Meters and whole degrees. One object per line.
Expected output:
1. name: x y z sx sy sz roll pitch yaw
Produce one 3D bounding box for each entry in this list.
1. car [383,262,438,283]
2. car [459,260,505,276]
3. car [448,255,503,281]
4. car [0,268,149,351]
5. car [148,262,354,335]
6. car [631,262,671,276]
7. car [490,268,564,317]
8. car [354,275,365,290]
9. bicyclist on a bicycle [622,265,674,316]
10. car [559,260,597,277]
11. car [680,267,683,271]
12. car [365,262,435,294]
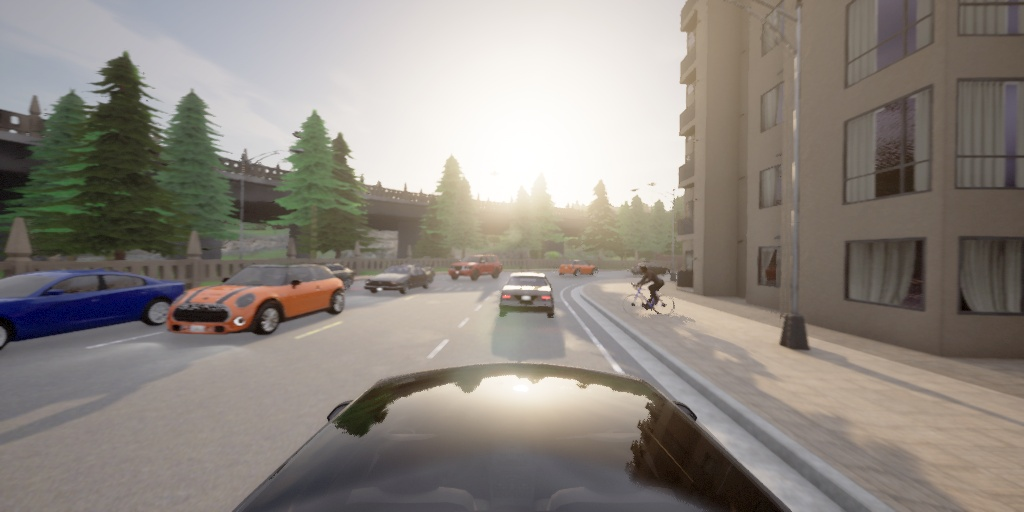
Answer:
1. car: -7.586 1.173 27.215 1.994 1.385 4.181 1 0 19
2. car: -2.969 1.149 36.551 1.882 1.535 5.008 1 0 36
3. car: -2.923 0.900 29.633 2.150 2.045 5.566 1 0 26
4. car: -10.326 1.063 8.131 1.882 1.535 5.008 1 0 3
5. car: -6.700 0.991 10.050 2.097 1.767 4.553 1 0 4
6. car: 15.038 1.438 38.628 4.902 1.511 2.128 1 0 -29
7. car: 0.563 1.295 13.172 2.033 1.411 5.357 1 0 3
8. car: -9.612 1.079 17.493 2.128 1.511 4.902 1 0 6
9. bicyclist on a bicycle: 4.365 1.109 11.473 1.656 1.620 0.582 1 0 3
10. car: 6.890 1.175 37.014 4.553 1.767 2.097 1 0 -45
11. car: 23.612 1.674 44.745 4.718 1.301 1.895 1 0 -7
12. car: -5.924 1.189 19.632 2.033 1.411 5.357 1 0 8
